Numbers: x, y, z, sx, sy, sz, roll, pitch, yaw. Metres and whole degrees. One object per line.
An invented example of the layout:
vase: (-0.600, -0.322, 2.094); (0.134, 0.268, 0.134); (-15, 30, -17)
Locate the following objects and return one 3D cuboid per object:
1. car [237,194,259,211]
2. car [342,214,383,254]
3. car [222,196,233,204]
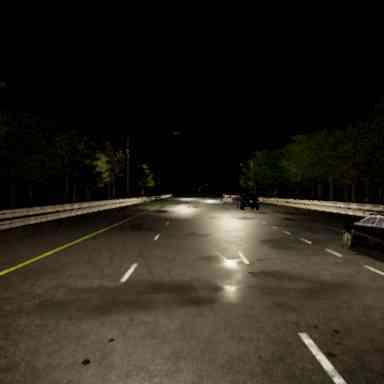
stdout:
car: (7.028, 1.249, 42.045); (2.150, 2.045, 5.566); (0, 0, 0)
car: (7.000, 1.493, 11.613); (2.128, 1.511, 4.902); (0, 0, 0)
car: (7.115, 1.582, 66.018); (1.812, 1.442, 4.674); (0, 0, 0)
